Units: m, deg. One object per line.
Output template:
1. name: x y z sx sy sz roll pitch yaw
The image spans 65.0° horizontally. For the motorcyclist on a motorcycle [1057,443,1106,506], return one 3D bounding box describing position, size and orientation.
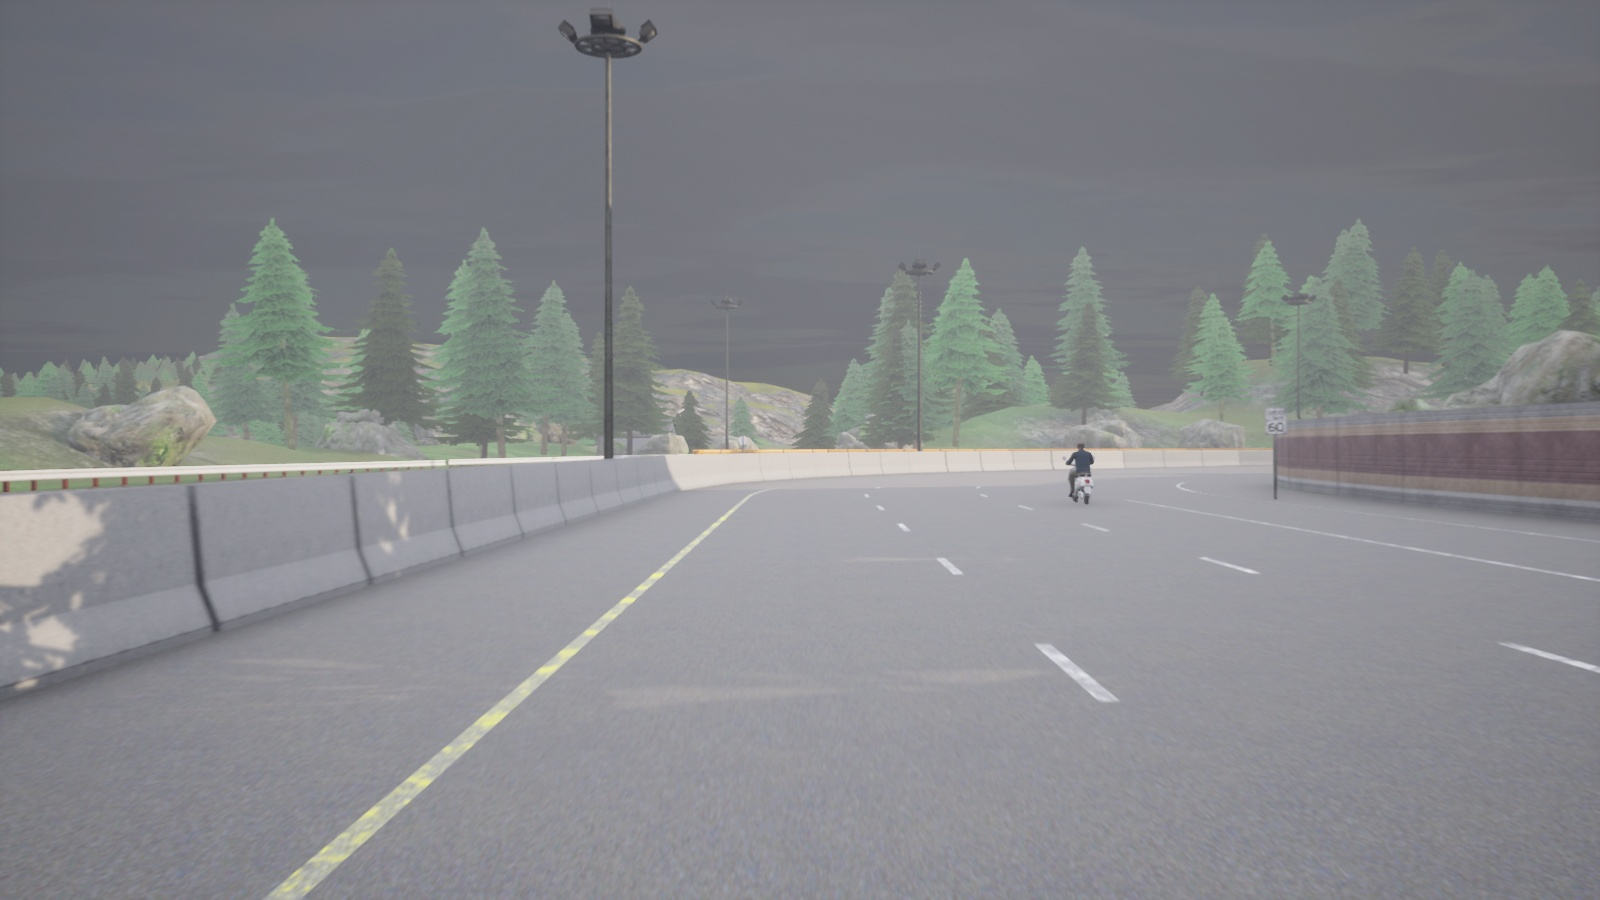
1. motorcyclist on a motorcycle: 7.202 0.606 32.179 0.866 1.590 1.817 0 0 0
